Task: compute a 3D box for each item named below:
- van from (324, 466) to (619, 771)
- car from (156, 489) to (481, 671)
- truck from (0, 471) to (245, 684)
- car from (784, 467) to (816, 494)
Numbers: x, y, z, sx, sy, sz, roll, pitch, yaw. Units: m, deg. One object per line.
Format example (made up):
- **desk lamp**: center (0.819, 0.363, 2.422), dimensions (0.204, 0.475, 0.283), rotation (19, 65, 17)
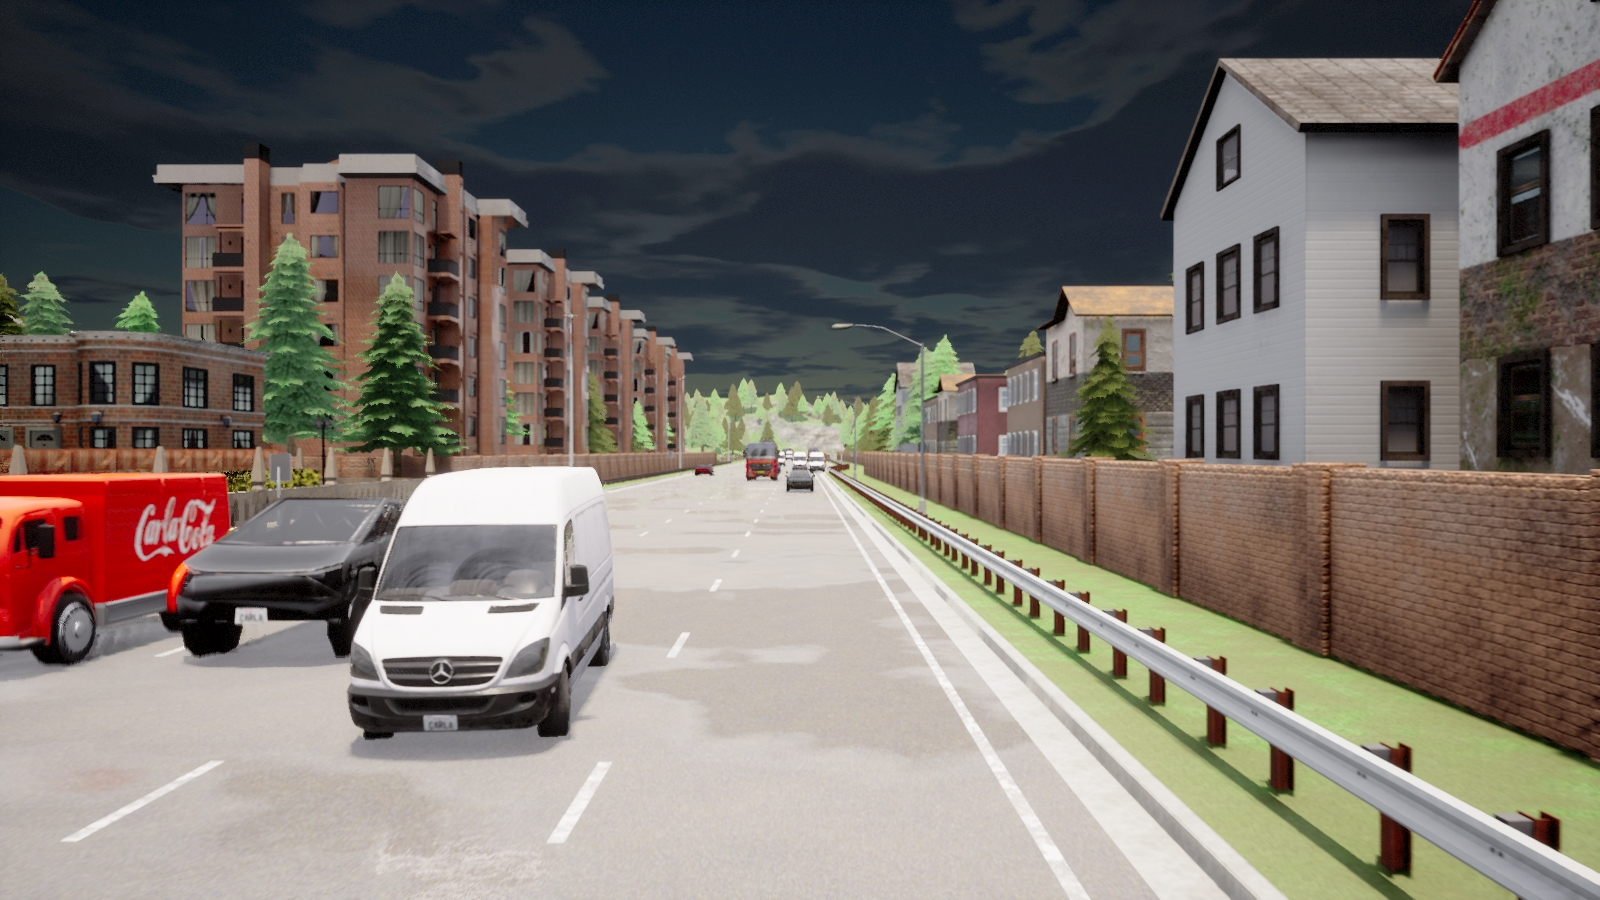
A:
- **van**: center (-3.390, 1.539, 13.152), dimensions (1.988, 2.561, 5.915), rotation (0, 1, -3)
- **car**: center (-7.000, 1.764, 17.678), dimensions (2.390, 2.098, 6.274), rotation (0, 0, 0)
- **truck**: center (-10.508, 1.578, 16.346), dimensions (2.627, 2.467, 5.204), rotation (0, 0, 0)
- **car**: center (-0.001, 2.024, 77.194), dimensions (2.097, 1.638, 5.238), rotation (0, 0, 0)
